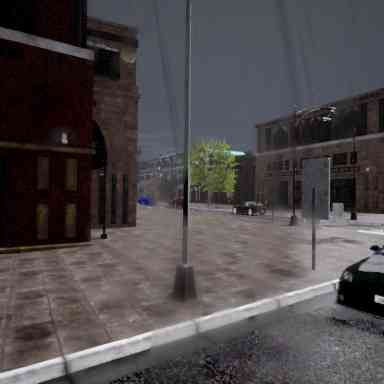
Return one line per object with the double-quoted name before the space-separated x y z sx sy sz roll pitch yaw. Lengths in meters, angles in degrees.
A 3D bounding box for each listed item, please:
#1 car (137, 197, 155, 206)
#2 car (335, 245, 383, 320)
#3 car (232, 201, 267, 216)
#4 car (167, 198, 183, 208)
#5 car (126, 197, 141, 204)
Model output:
"car" -7.568 1.522 54.443 1.882 1.535 5.008 1 0 -27
"car" 4.685 1.565 6.539 4.181 1.385 1.994 0 0 -37
"car" 5.765 1.628 33.747 2.008 1.369 4.403 1 -1 -27
"car" -2.180 1.627 49.292 1.887 1.381 4.507 1 -1 -27
"car" -12.206 1.671 68.990 1.802 1.307 4.206 1 -1 -27
